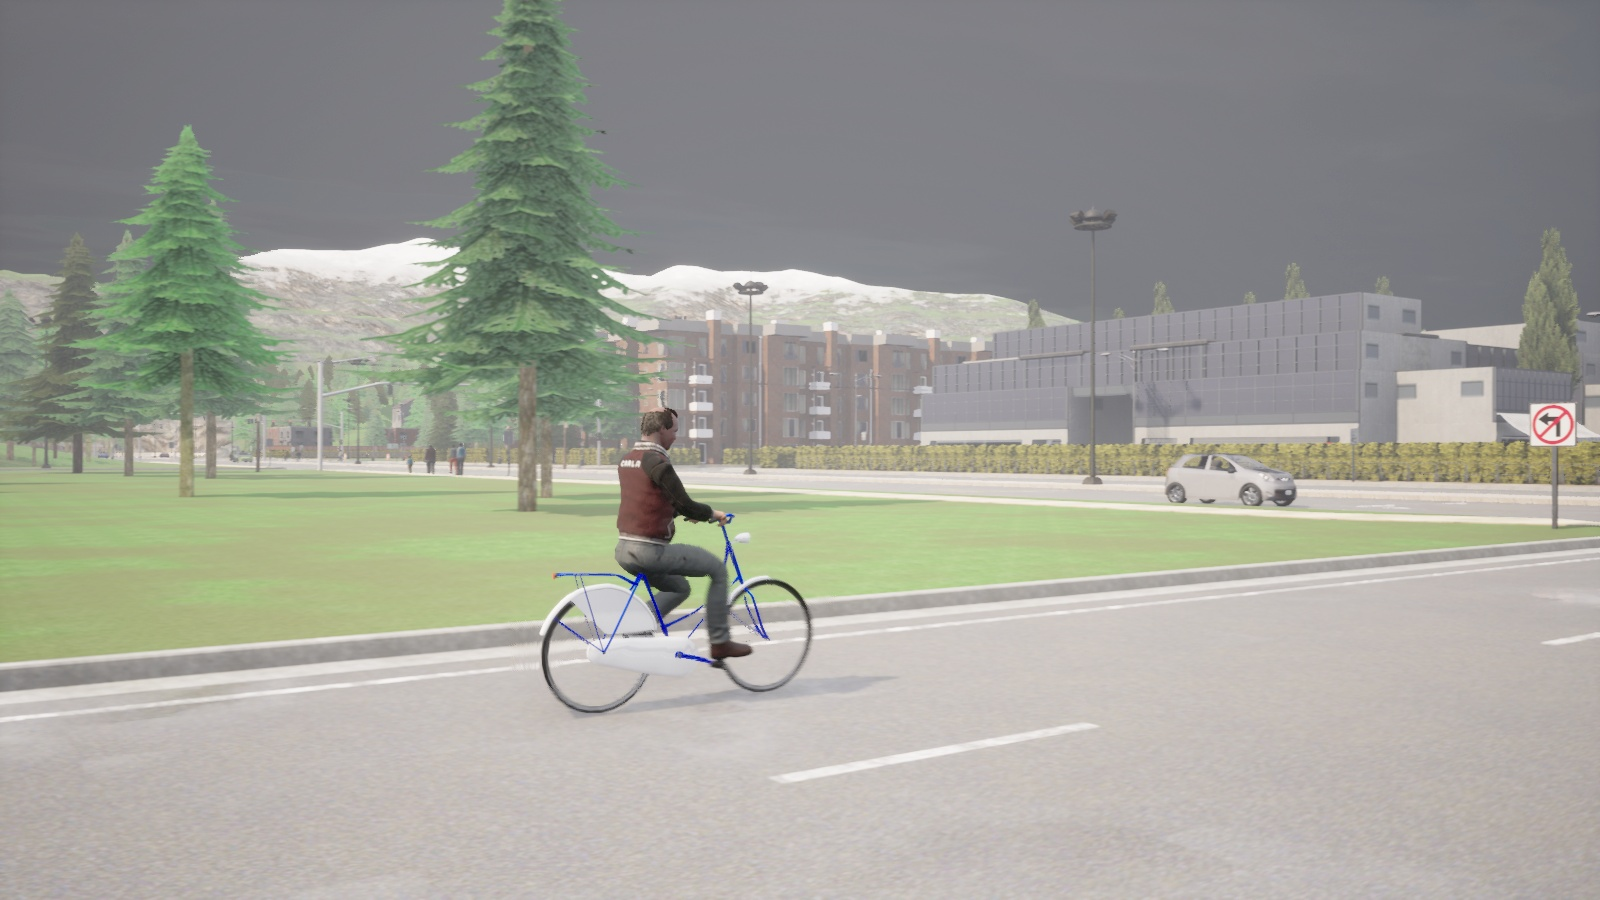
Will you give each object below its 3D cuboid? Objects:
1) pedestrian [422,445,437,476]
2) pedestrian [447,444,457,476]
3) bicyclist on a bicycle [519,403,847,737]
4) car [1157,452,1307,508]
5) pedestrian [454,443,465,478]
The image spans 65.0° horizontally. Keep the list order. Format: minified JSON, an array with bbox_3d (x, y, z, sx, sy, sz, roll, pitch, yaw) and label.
[{"bbox_3d":[-21.702,0.610,73.539,0.634,1.844,0.899,0,0,-34],"label":"pedestrian"},{"bbox_3d":[-20.180,0.605,72.807,0.353,1.847,0.614,0,0,-34],"label":"pedestrian"},{"bbox_3d":[-0.661,0.635,7.464,1.843,1.776,0.659,0,0,-35],"label":"bicyclist on a bicycle"},{"bbox_3d":[12.270,0.821,35.812,1.845,1.501,3.633,0,0,-36],"label":"car"},{"bbox_3d":[-18.809,0.593,69.338,0.396,1.930,0.692,0,0,-34],"label":"pedestrian"}]
